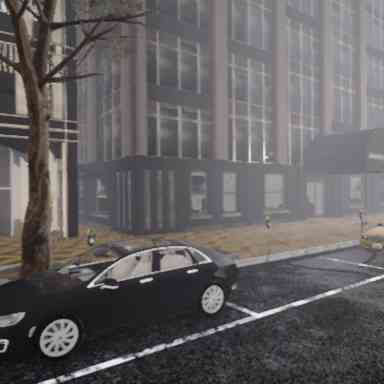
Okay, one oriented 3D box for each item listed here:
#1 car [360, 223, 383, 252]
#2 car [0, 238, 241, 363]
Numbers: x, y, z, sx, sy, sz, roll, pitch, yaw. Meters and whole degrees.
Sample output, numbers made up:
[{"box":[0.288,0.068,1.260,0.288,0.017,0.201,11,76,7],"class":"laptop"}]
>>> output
[{"box":[8.031,1.427,12.276,4.829,1.417,1.752,-1,0,-35],"class":"car"},{"box":[-1.114,1.535,5.766,4.403,1.369,2.008,0,0,-35],"class":"car"}]
